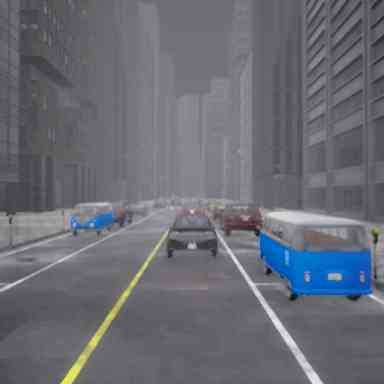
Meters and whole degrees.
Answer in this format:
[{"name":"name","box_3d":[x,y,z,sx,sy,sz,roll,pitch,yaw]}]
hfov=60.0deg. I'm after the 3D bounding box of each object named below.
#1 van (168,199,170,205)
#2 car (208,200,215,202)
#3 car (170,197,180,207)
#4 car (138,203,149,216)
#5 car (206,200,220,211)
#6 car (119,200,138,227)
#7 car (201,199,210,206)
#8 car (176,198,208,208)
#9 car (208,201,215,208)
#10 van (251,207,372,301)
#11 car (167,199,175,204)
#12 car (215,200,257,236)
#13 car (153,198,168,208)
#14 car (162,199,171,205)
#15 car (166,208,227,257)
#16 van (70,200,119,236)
[{"name":"van","box_3d":[-5.756,1.979,64.373,1.690,1.788,3.998,0,-1,0]},{"name":"car","box_3d":[3.154,1.898,44.621,1.801,1.575,5.366,0,-1,0]},{"name":"car","box_3d":[-3.018,2.142,64.571,1.837,1.490,4.892,0,-1,1]},{"name":"car","box_3d":[-5.759,1.909,36.325,2.008,1.369,4.403,0,-1,0]},{"name":"car","box_3d":[3.150,2.013,51.430,1.837,1.490,4.892,0,-1,0]},{"name":"car","box_3d":[-5.759,1.562,25.109,2.192,1.841,5.009,0,-1,0]},{"name":"car","box_3d":[2.769,2.222,70.157,1.752,1.417,4.829,0,-1,0]},{"name":"car","box_3d":[0.022,1.631,28.429,2.097,1.767,4.553,0,-1,0]},{"name":"car","box_3d":[2.766,1.847,30.725,1.887,1.381,4.507,0,-1,0]},{"name":"van","box_3d":[2.764,1.423,8.291,1.690,1.788,3.998,0,-1,0]},{"name":"car","box_3d":[-5.754,2.505,92.416,1.947,1.339,4.313,0,-1,0]},{"name":"car","box_3d":[2.765,1.507,19.509,2.192,1.841,5.009,0,-1,0]},{"name":"car","box_3d":[-5.756,2.022,58.763,1.967,1.590,4.097,0,-1,0]},{"name":"car","box_3d":[-5.755,2.278,75.419,1.752,1.417,4.829,0,-1,0]},{"name":"car","box_3d":[0.021,1.626,13.511,2.128,1.511,4.902,0,0,0]},{"name":"van","box_3d":[-5.760,1.533,19.499,1.690,1.788,3.998,0,-1,0]}]
